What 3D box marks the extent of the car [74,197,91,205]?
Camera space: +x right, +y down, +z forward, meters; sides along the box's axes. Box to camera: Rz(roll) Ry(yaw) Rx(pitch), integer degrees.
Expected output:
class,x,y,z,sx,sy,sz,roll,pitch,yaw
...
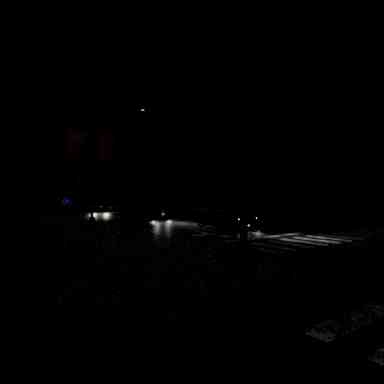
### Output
class,x,y,z,sx,sy,sz,roll,pitch,yaw
car,-21.821,1.758,66.136,1.837,1.490,4.892,0,0,-36

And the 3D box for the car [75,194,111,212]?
class,x,y,z,sx,sy,sz,roll,pitch,yaw
car,-12.219,1.372,41.258,2.150,2.045,5.566,0,0,-35

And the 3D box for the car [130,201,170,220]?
class,x,y,z,sx,sy,sz,roll,pitch,yaw
car,-3.814,1.586,29.505,2.128,1.511,4.902,0,0,-36

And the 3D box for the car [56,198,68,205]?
class,x,y,z,sx,sy,sz,roll,pitch,yaw
car,-25.091,1.817,65.119,1.994,1.385,4.181,0,0,-36

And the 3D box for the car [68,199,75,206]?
class,x,y,z,sx,sy,sz,roll,pitch,yaw
car,-18.952,1.817,56.556,1.895,1.301,4.718,0,0,-36

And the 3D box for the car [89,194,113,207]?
class,x,y,z,sx,sy,sz,roll,pitch,yaw
car,-15.869,1.442,57.826,2.150,2.045,5.566,0,0,-35

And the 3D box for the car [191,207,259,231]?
class,x,y,z,sx,sy,sz,roll,pitch,yaw
car,2.043,1.657,21.331,1.895,1.301,4.718,0,0,-36
